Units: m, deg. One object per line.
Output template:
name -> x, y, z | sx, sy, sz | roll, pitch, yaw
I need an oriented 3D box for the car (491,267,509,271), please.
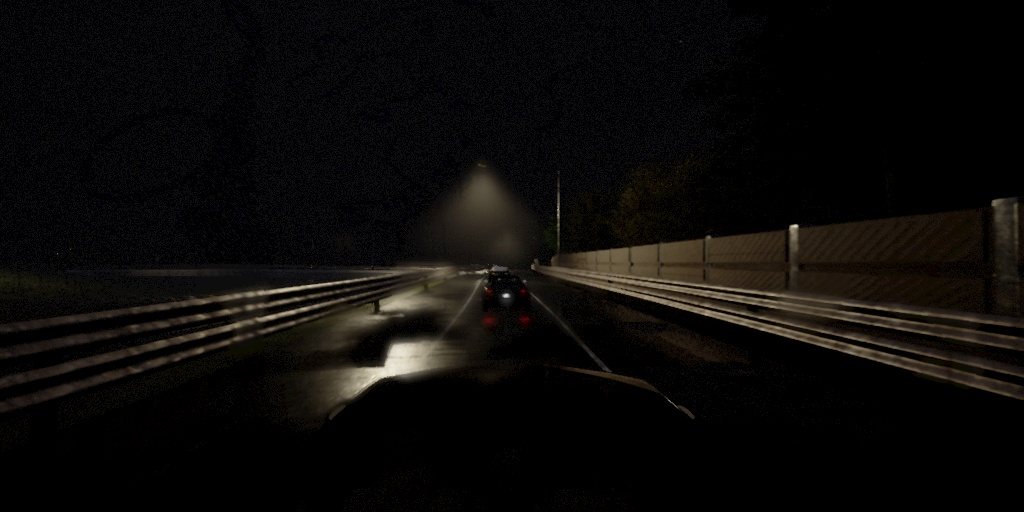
car -> -1.049, 1.649, 30.721 | 2.128, 1.511, 4.902 | 0, -1, -2

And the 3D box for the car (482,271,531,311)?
car -> -0.274, 1.511, 15.586 | 1.994, 1.385, 4.181 | 0, -1, -2
